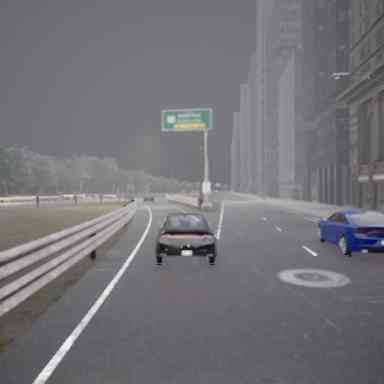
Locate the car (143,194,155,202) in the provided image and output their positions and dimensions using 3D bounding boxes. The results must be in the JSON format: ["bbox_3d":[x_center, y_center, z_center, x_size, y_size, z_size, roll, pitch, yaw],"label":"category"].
[{"bbox_3d":[-8.386,1.086,64.642,2.097,1.767,4.553,0,0,-10],"label":"car"}]

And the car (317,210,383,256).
[{"bbox_3d":[6.319,1.436,12.901,1.882,1.535,5.008,0,0,6],"label":"car"}]

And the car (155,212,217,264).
[{"bbox_3d":[-0.260,1.463,11.655,2.128,1.511,4.902,1,0,-3],"label":"car"}]
